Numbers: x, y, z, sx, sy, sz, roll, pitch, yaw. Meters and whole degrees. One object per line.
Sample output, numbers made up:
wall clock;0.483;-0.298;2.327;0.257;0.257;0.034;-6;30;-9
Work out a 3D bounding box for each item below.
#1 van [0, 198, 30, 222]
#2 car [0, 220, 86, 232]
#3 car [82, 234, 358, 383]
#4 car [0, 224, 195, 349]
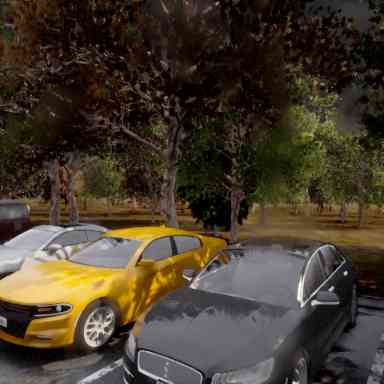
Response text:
van;-7.990;1.255;11.292;1.878;1.987;4.442;0;0;35
car;-3.382;1.522;8.162;2.002;1.452;4.674;0;0;35
car;1.161;1.481;4.938;2.231;1.521;4.892;0;0;35
car;-1.110;1.481;6.550;2.097;1.535;5.008;0;0;35
